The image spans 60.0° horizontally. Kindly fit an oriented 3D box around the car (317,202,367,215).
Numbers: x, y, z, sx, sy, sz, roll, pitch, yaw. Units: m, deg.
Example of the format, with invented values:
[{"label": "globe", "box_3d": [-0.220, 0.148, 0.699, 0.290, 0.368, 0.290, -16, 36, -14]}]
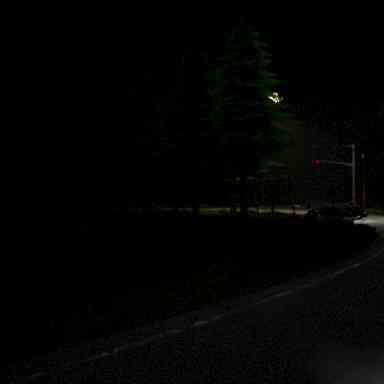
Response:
[{"label": "car", "box_3d": [12.935, 1.580, 29.173, 2.033, 1.411, 5.357, 0, 0, -8]}]
